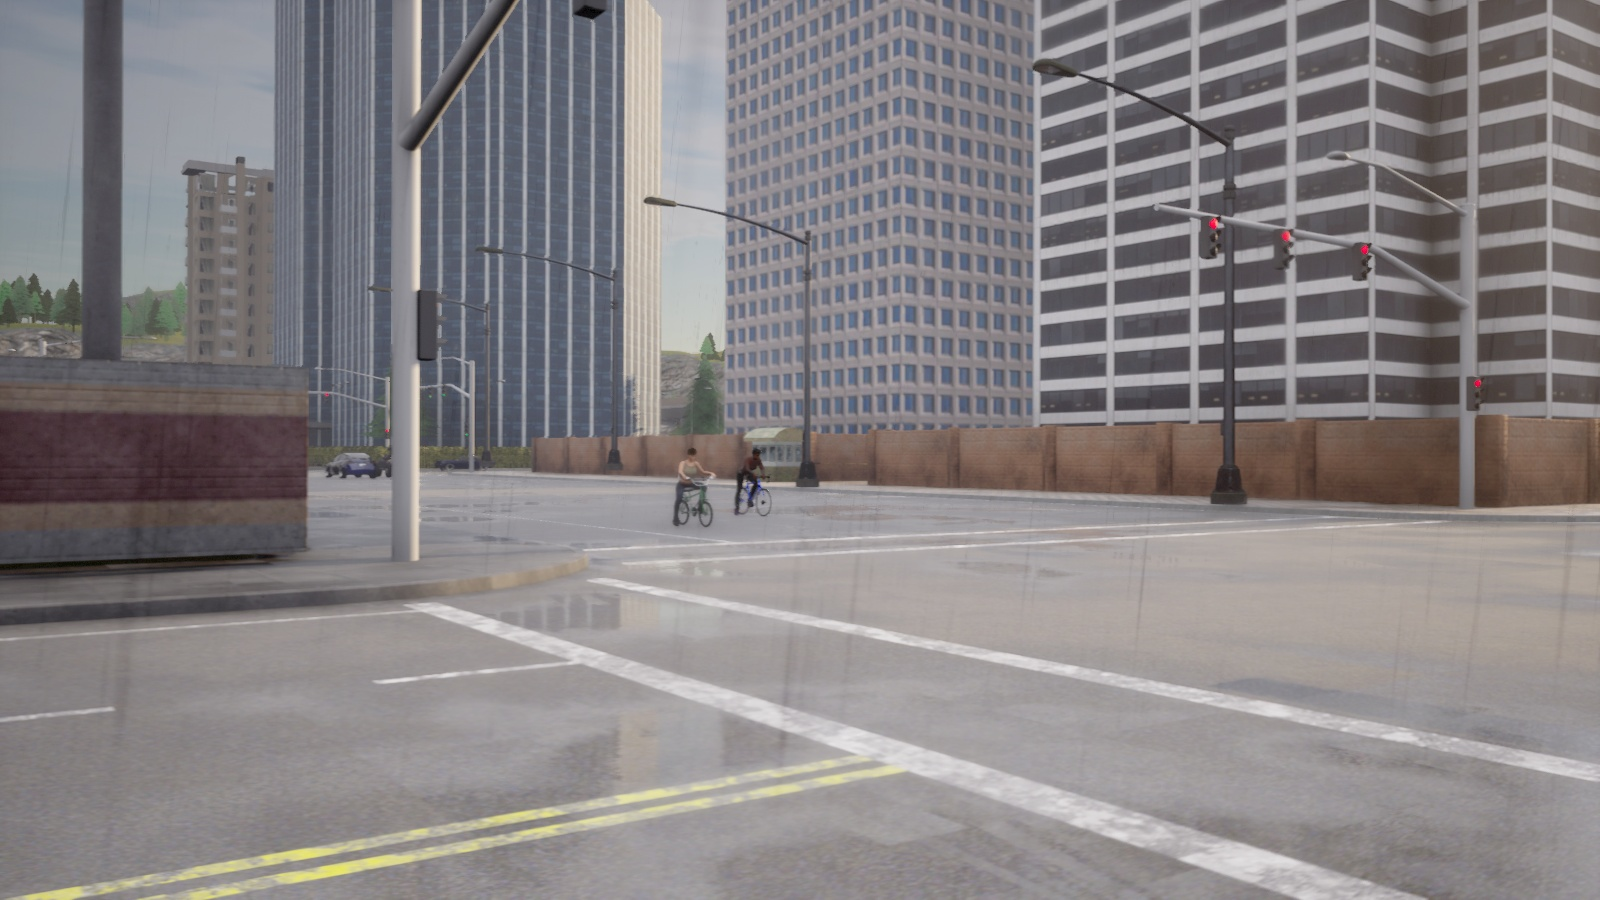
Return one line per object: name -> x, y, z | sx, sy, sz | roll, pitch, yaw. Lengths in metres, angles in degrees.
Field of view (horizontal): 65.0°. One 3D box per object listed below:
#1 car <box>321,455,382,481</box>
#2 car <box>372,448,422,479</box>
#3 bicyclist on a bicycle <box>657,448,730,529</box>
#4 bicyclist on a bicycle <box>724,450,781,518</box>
car -> -25.976, 1.009, 72.600 | 2.163, 1.488, 4.792 | 0, 0, -35
car -> -24.731, 0.819, 76.955 | 1.905, 1.878, 3.866 | 0, 0, -35
bicyclist on a bicycle -> -2.198, 0.769, 25.721 | 0.866, 1.612, 1.509 | 0, 0, -34
bicyclist on a bicycle -> -1.171, 0.800, 30.392 | 0.582, 1.620, 1.656 | 0, 0, -35
